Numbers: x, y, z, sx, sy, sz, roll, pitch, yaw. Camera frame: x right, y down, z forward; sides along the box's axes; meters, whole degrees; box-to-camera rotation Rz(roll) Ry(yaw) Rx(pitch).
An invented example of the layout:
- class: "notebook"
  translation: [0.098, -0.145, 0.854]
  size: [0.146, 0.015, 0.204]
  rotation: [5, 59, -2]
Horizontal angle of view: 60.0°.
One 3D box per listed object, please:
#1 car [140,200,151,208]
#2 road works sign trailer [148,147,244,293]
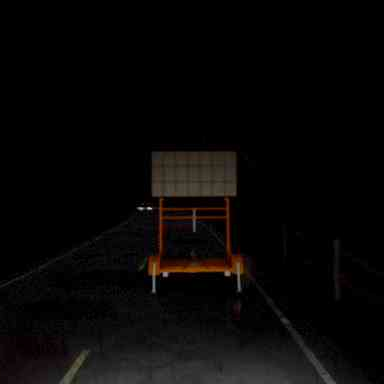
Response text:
- class: "car"
  translation: [-9.107, 2.275, 65.090]
  size: [1.882, 1.535, 5.008]
  rotation: [0, -1, -11]
- class: "road works sign trailer"
  translation: [0.061, 0.571, 9.165]
  size: [2.380, 3.560, 2.880]
  rotation: [0, -1, -2]
